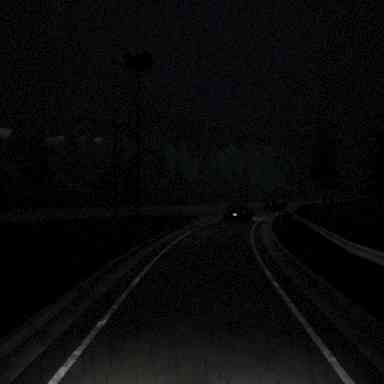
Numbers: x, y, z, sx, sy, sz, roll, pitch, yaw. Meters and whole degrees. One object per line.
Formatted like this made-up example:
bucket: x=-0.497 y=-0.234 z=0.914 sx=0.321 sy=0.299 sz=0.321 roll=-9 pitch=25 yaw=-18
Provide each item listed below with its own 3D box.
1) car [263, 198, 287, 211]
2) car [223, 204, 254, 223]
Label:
car: x=10.833 y=1.508 z=43.053 sx=2.097 sy=1.767 sz=4.553 roll=0 pitch=0 yaw=29
car: x=3.707 y=1.651 z=26.312 sx=1.994 sy=1.385 sz=4.181 roll=0 pitch=0 yaw=16
